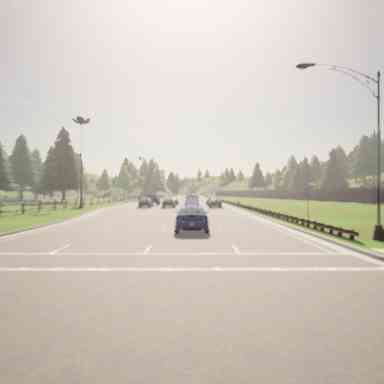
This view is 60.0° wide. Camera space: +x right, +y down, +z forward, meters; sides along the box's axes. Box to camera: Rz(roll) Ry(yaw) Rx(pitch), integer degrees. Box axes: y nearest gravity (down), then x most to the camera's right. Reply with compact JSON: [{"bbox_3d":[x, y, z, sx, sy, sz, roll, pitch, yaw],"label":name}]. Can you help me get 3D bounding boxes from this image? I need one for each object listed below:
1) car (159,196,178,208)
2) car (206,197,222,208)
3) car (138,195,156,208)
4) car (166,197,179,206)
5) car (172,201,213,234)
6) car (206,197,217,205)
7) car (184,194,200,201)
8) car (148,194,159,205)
[{"bbox_3d":[-3.505,1.611,50.292,1.837,1.490,4.892,0,0,0],"label":"car"},{"bbox_3d":[3.495,1.597,50.293,2.128,1.511,4.902,0,0,0],"label":"car"},{"bbox_3d":[-7.005,1.611,50.291,1.837,1.490,4.892,0,0,0],"label":"car"},{"bbox_3d":[-3.506,1.692,60.711,1.994,1.385,4.181,0,0,0],"label":"car"},{"bbox_3d":[-0.002,1.520,19.684,1.882,1.535,5.008,0,0,0],"label":"car"},{"bbox_3d":[3.494,1.654,60.712,1.812,1.442,4.674,0,0,0],"label":"car"},{"bbox_3d":[-0.005,1.328,50.323,2.150,2.045,5.566,0,0,0],"label":"car"},{"bbox_3d":[-7.006,1.348,60.742,2.150,2.045,5.566,0,0,0],"label":"car"}]
